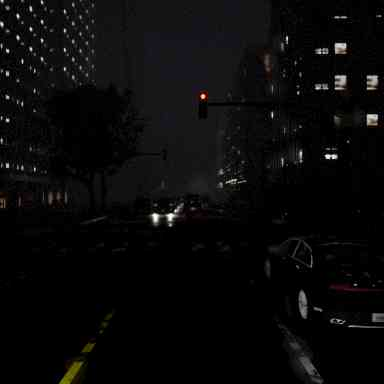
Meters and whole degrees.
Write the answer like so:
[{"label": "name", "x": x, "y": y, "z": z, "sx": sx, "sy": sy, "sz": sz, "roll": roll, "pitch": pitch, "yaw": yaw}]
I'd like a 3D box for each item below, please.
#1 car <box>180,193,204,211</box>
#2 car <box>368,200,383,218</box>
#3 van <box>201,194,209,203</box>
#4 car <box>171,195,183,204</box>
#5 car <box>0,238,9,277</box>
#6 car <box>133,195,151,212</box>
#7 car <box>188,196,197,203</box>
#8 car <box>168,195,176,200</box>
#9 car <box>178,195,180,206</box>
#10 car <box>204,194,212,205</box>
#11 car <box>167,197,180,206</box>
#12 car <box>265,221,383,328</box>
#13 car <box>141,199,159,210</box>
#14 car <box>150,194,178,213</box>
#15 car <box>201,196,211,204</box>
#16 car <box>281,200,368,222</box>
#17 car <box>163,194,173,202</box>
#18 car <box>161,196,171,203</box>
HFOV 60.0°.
[{"label": "car", "x": 0.077, "y": 1.244, "z": 41.289, "sx": 2.150, "sy": 2.045, "sz": 5.566, "roll": 0, "pitch": 0, "yaw": 1}, {"label": "car", "x": 13.462, "y": 1.350, "z": 26.299, "sx": 4.403, "sy": 1.369, "sz": 2.008, "roll": -1, "pitch": 1, "yaw": 0}, {"label": "van", "x": 2.789, "y": 1.402, "z": 72.434, "sx": 1.690, "sy": 1.788, "sz": 3.998, "roll": 0, "pitch": 0, "yaw": 0}, {"label": "car", "x": -2.943, "y": 1.403, "z": 66.148, "sx": 2.097, "sy": 1.767, "sz": 4.553, "roll": 0, "pitch": 0, "yaw": 1}, {"label": "car", "x": -5.681, "y": 1.545, "z": 6.919, "sx": 1.887, "sy": 1.381, "sz": 4.507, "roll": 0, "pitch": 0, "yaw": 0}, {"label": "car", "x": -5.637, "y": 1.336, "z": 39.308, "sx": 2.192, "sy": 1.841, "sz": 5.009, "roll": 0, "pitch": 0, "yaw": 0}, {"label": "car", "x": 0.096, "y": 1.581, "z": 69.197, "sx": 1.812, "sy": 1.442, "sz": 4.674, "roll": 0, "pitch": 0, "yaw": 0}, {"label": "car", "x": -5.561, "y": 1.654, "z": 94.536, "sx": 2.008, "sy": 1.369, "sz": 4.403, "roll": 0, "pitch": 0, "yaw": 0}, {"label": "car", "x": -3.031, "y": 1.505, "z": 46.132, "sx": 1.882, "sy": 1.535, "sz": 5.008, "roll": 0, "pitch": 0, "yaw": 0}, {"label": "car", "x": 2.774, "y": 1.610, "z": 61.387, "sx": 1.947, "sy": 1.339, "sz": 4.313, "roll": 0, "pitch": 0, "yaw": 0}, {"label": "car", "x": -3.015, "y": 1.563, "z": 55.611, "sx": 1.812, "sy": 1.442, "sz": 4.674, "roll": 0, "pitch": 0, "yaw": 1}, {"label": "car", "x": 2.699, "y": 1.551, "z": 6.908, "sx": 2.008, "sy": 1.369, "sz": 4.403, "roll": 0, "pitch": 0, "yaw": 0}, {"label": "car", "x": -5.630, "y": 1.592, "z": 44.831, "sx": 1.947, "sy": 1.339, "sz": 4.313, "roll": 0, "pitch": 0, "yaw": 0}, {"label": "car", "x": -3.048, "y": 1.371, "z": 37.042, "sx": 2.097, "sy": 1.767, "sz": 4.553, "roll": 0, "pitch": 0, "yaw": 0}, {"label": "car", "x": 2.782, "y": 1.577, "z": 67.080, "sx": 1.752, "sy": 1.417, "sz": 4.829, "roll": 0, "pitch": 0, "yaw": 0}, {"label": "car", "x": 9.274, "y": 1.413, "z": 23.997, "sx": 5.357, "sy": 1.411, "sz": 2.033, "roll": -1, "pitch": 0, "yaw": 4}, {"label": "car", "x": -5.584, "y": 1.385, "z": 77.967, "sx": 2.192, "sy": 1.841, "sz": 5.009, "roll": 0, "pitch": 0, "yaw": 0}, {"label": "car", "x": -5.592, "y": 1.627, "z": 72.445, "sx": 1.947, "sy": 1.339, "sz": 4.313, "roll": 0, "pitch": 0, "yaw": 0}]
